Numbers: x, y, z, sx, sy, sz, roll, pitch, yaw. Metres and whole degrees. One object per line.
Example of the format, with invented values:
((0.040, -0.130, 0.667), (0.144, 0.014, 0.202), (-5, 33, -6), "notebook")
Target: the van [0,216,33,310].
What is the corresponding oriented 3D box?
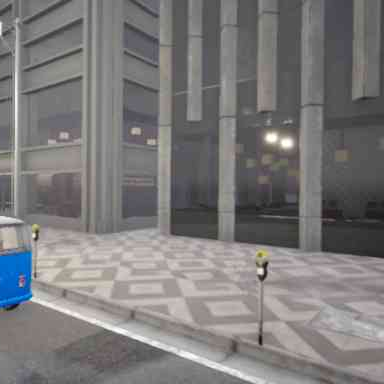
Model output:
((-4.710, 1.278, 6.316), (3.998, 1.788, 1.690), (1, 1, 35), "van")
